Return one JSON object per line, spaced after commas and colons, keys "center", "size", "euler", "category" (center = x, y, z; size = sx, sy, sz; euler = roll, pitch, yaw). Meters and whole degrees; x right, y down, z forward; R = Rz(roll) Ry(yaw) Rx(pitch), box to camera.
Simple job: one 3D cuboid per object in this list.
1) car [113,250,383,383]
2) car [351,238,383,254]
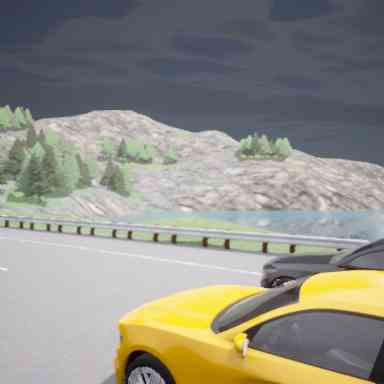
{"center": [1.456, 1.468, 2.854], "size": [5.008, 1.535, 1.882], "euler": [0, 0, 36], "category": "car"}
{"center": [3.485, 1.508, 5.681], "size": [4.674, 1.442, 1.812], "euler": [0, 0, 35], "category": "car"}
